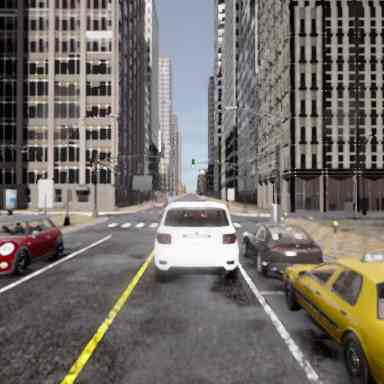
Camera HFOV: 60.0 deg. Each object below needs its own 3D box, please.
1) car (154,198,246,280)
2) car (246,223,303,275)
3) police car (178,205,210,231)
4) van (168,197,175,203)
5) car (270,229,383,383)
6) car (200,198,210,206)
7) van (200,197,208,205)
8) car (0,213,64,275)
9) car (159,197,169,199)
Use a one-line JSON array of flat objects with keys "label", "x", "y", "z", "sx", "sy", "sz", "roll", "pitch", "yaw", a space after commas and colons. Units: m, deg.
[{"label": "car", "x": 0.104, "y": 1.328, "z": 10.472, "sx": 2.150, "sy": 2.045, "sz": 5.566, "roll": 0, "pitch": -1, "yaw": 0}, {"label": "car", "x": 2.692, "y": 1.662, "z": 10.603, "sx": 2.008, "sy": 1.369, "sz": 4.403, "roll": 0, "pitch": -1, "yaw": 0}, {"label": "police car", "x": 0.102, "y": 1.744, "z": 23.680, "sx": 2.038, "sy": 1.542, "sz": 4.974, "roll": 0, "pitch": -1, "yaw": 0}, {"label": "van", "x": -5.687, "y": 2.192, "z": 93.975, "sx": 1.690, "sy": 1.788, "sz": 3.998, "roll": 0, "pitch": 0, "yaw": 0}, {"label": "car", "x": 2.692, "y": 1.580, "z": 5.106, "sx": 1.752, "sy": 1.417, "sz": 4.829, "roll": 0, "pitch": -1, "yaw": 0}, {"label": "car", "x": 2.693, "y": 2.112, "z": 71.230, "sx": 1.967, "sy": 1.590, "sz": 4.097, "roll": 0, "pitch": 0, "yaw": 0}, {"label": "van", "x": 2.693, "y": 2.059, "z": 76.916, "sx": 1.690, "sy": 1.788, "sz": 3.998, "roll": 0, "pitch": 0, "yaw": 0}, {"label": "car", "x": -5.688, "y": 1.551, "z": 10.603, "sx": 1.967, "sy": 1.590, "sz": 4.097, "roll": 0, "pitch": -1, "yaw": 0}, {"label": "car", "x": -5.783, "y": 2.017, "z": 59.863, "sx": 1.967, "sy": 1.590, "sz": 4.097, "roll": 0, "pitch": 0, "yaw": 0}]
